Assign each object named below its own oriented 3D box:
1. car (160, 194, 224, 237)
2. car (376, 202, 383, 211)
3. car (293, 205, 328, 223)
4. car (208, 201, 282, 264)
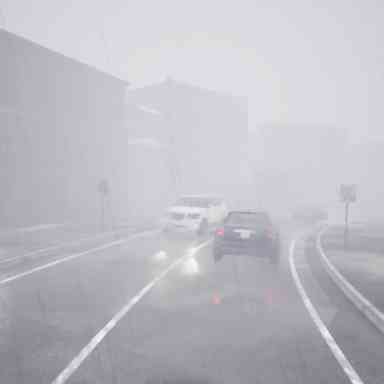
[{"bbox_3d":[0.291,1.137,18.351,2.150,2.045,5.566,2,1,22],"label":"car"},{"bbox_3d":[28.976,1.862,47.410,5.566,2.045,2.150,2,4,-24],"label":"car"},{"bbox_3d":[10.123,1.772,28.230,1.994,1.385,4.181,4,1,36],"label":"car"},{"bbox_3d":[2.186,1.370,12.284,2.097,1.767,4.553,2,0,15],"label":"car"}]
